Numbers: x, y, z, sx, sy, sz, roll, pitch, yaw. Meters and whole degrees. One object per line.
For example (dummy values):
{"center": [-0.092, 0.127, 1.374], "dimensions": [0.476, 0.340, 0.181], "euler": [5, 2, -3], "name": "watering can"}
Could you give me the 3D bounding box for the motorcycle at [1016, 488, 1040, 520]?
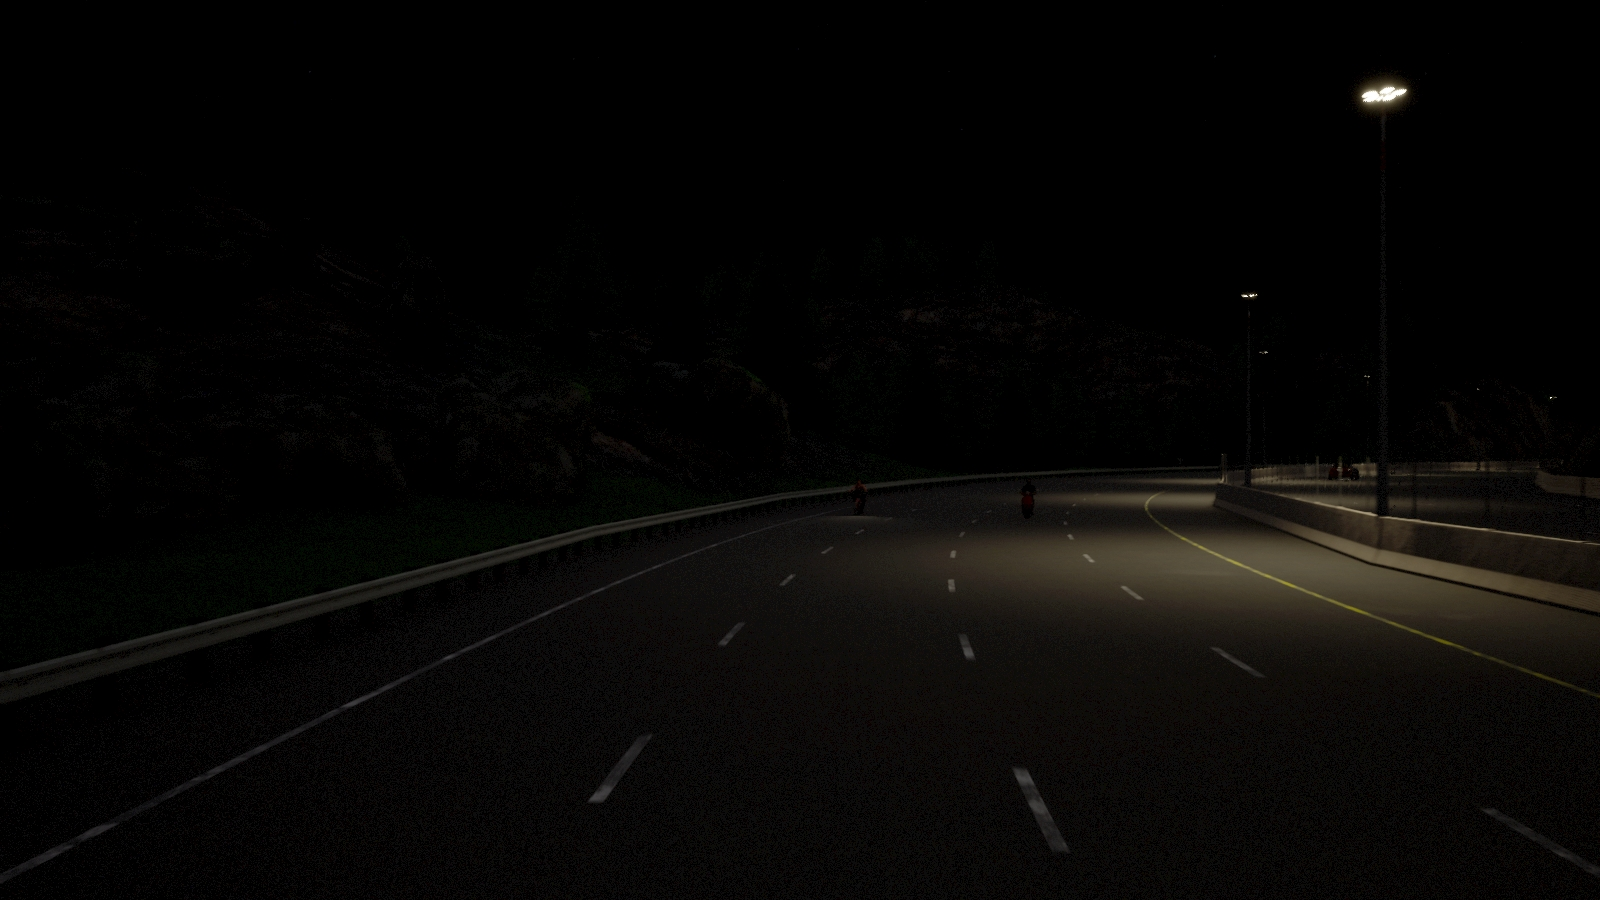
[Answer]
{"center": [9.351, 2.191, 46.817], "dimensions": [0.856, 1.236, 1.805], "euler": [0, 0, 15], "name": "motorcycle"}
